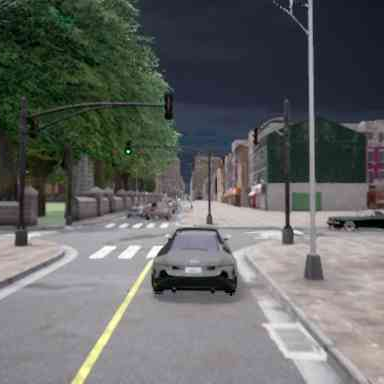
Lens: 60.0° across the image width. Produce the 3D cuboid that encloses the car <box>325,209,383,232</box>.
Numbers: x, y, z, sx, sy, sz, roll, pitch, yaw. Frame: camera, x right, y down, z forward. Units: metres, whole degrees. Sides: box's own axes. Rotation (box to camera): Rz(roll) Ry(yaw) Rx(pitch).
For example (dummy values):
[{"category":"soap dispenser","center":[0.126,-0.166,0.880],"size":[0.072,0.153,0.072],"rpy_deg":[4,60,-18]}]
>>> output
[{"category":"car","center":[10.885,1.746,20.617],"size":[4.718,1.301,1.895],"rpy_deg":[-1,-2,0]}]

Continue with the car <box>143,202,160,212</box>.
[{"category":"car","center":[-5.628,2.058,46.524],"size":[1.947,1.339,4.313],"rpy_deg":[1,-1,0]}]

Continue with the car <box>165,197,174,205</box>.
[{"category":"car","center":[-6.015,2.395,90.125],"size":[2.192,1.841,5.009],"rpy_deg":[1,-1,0]}]

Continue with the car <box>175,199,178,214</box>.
[{"category":"car","center":[-3.046,1.960,41.417],"size":[1.812,1.442,4.674],"rpy_deg":[0,-1,0]}]

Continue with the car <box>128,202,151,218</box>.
[{"category":"car","center":[-5.584,1.898,35.914],"size":[1.752,1.417,4.829],"rpy_deg":[1,-1,0]}]

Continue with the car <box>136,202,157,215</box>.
[{"category":"car","center":[-5.579,1.981,41.075],"size":[2.008,1.369,4.403],"rpy_deg":[1,-1,0]}]

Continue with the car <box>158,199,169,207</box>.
[{"category":"car","center":[-5.822,2.206,68.324],"size":[1.967,1.590,4.097],"rpy_deg":[1,-1,0]}]

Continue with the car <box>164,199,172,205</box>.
[{"category":"car","center":[-5.969,2.521,84.502],"size":[1.752,1.417,4.829],"rpy_deg":[1,-1,0]}]

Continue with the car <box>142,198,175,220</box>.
[{"category":"car","center":[-3.034,1.674,31.237],"size":[2.097,1.767,4.553],"rpy_deg":[0,-1,1]}]

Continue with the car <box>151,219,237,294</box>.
[{"category":"car","center":[0.148,1.654,9.082],"size":[1.994,1.385,4.181],"rpy_deg":[0,-1,3]}]

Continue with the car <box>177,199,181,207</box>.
[{"category":"car","center":[-3.143,2.058,51.717],"size":[1.837,1.490,4.892],"rpy_deg":[0,-1,-1]}]

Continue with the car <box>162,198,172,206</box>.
[{"category":"car","center":[-5.920,2.359,79.223],"size":[1.967,1.590,4.097],"rpy_deg":[1,-1,0]}]

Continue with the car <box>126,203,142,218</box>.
[{"category":"car","center":[-5.542,1.902,33.940],"size":[2.008,1.369,4.403],"rpy_deg":[1,-1,0]}]

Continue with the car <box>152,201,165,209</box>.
[{"category":"car","center":[-5.727,2.206,57.423],"size":[1.802,1.307,4.206],"rpy_deg":[1,-1,0]}]
